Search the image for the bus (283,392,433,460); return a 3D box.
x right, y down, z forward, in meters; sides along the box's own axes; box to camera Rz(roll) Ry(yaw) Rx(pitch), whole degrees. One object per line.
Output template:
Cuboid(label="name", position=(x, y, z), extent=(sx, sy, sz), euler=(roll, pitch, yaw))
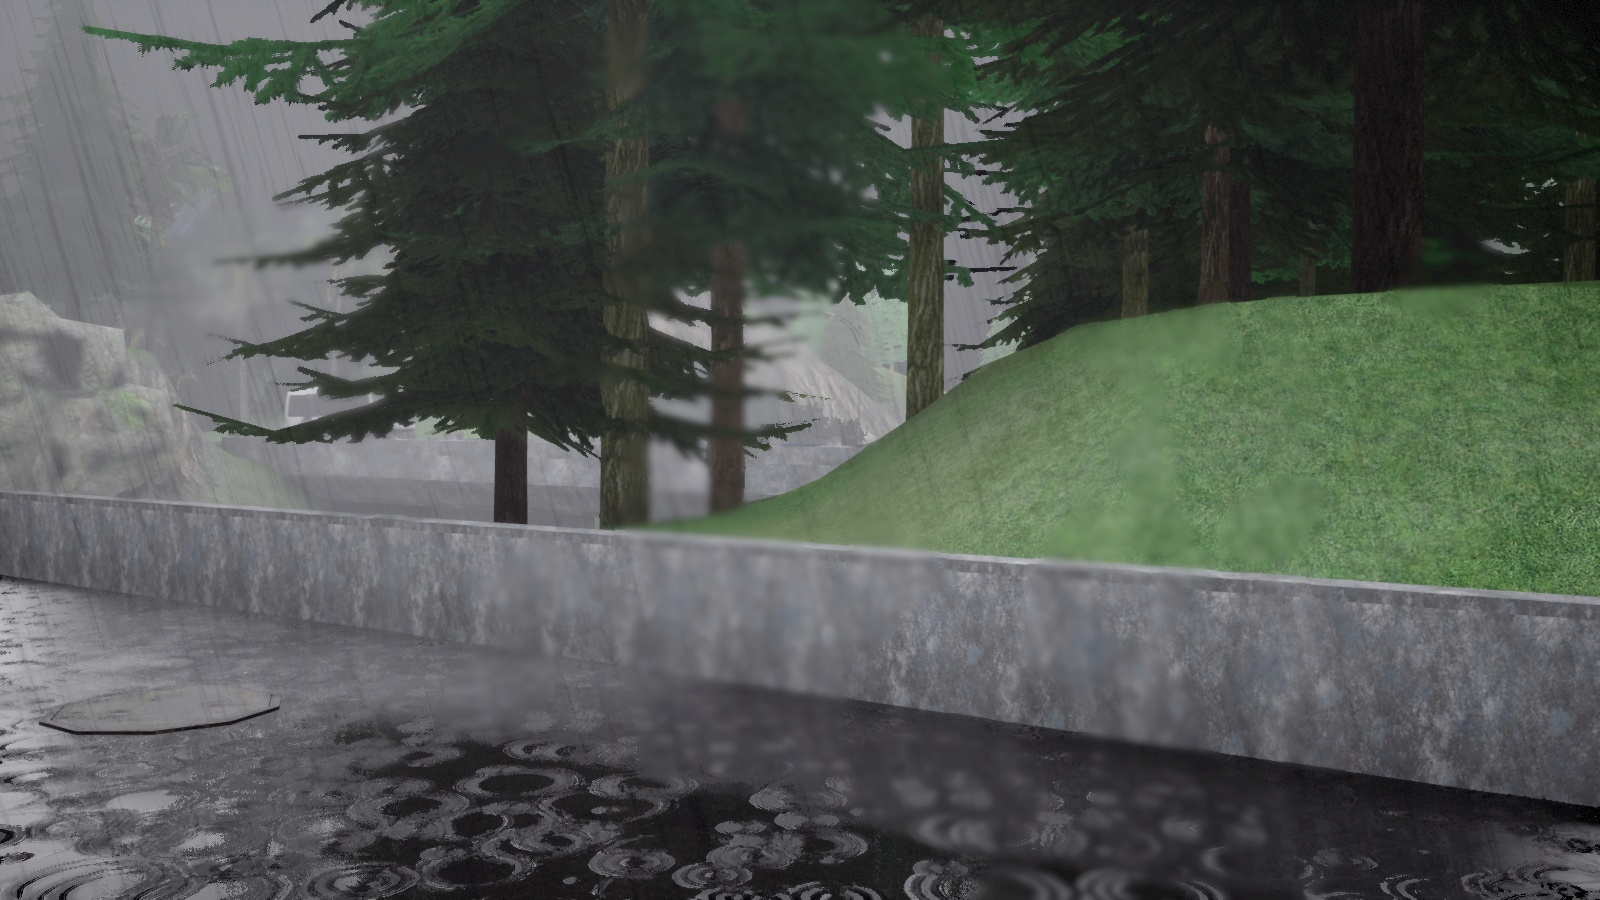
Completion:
Cuboid(label="bus", position=(-29.330, -1.514, 83.116), extent=(10.273, 4.253, 3.944), euler=(0, 1, 34))

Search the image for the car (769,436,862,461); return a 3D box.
Cuboid(label="car", position=(0.819, -0.103, 67.942), extent=(4.718, 1.301, 1.895), euler=(0, 1, 34))
